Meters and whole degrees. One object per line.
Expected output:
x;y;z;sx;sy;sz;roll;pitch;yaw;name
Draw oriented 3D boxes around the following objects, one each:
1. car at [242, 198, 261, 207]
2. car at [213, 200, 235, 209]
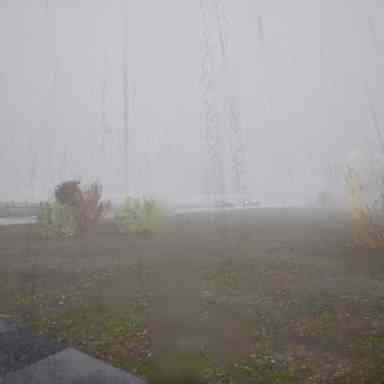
11.312;1.989;63.304;2.097;1.767;4.553;-1;-1;36;car
5.327;2.014;54.885;2.128;1.511;4.902;-1;-1;36;car
